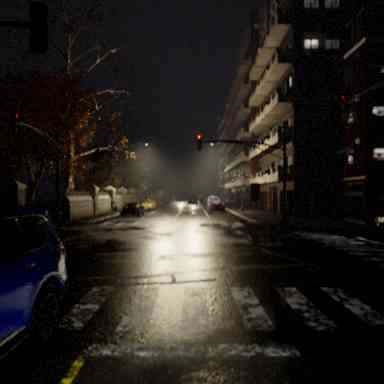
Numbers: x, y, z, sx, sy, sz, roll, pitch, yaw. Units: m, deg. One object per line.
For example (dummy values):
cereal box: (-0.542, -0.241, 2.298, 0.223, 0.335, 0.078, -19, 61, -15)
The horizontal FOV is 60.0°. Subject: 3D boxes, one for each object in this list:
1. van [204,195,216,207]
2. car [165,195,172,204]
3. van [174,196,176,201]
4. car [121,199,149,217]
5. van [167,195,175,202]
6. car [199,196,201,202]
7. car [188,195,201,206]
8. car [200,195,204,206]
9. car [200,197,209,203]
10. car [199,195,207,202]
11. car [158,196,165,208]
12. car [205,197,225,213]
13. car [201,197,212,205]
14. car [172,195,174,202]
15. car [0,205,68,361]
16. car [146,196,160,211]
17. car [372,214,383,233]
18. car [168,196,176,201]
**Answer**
van: (2.764, 1.452, 43.252, 1.690, 1.788, 3.998, 0, 0, 0)
car: (-5.579, 1.628, 65.787, 1.967, 1.590, 4.097, 0, 0, 0)
van: (-5.552, 1.596, 82.677, 1.690, 1.788, 3.998, 0, 0, 0)
car: (-5.635, 1.643, 32.005, 1.947, 1.339, 4.313, 0, 0, 0)
van: (-5.542, 1.620, 88.306, 1.690, 1.788, 3.998, 0, 0, 0)
car: (2.791, 1.719, 60.142, 2.008, 1.369, 4.403, 0, 0, 0)
car: (0.100, 1.717, 60.711, 2.033, 1.411, 5.357, 0, 0, 0)
car: (2.783, 1.588, 54.512, 1.967, 1.590, 4.097, 0, 0, 0)
car: (2.819, 1.782, 77.033, 2.008, 1.369, 4.403, 0, 0, 0)
car: (2.838, 1.719, 88.292, 1.967, 1.590, 4.097, 0, 0, 0)
car: (-5.607, 1.444, 48.897, 2.192, 1.841, 5.009, 0, 0, 0)
car: (2.754, 1.639, 37.621, 1.887, 1.381, 4.507, 0, 0, 0)
car: (2.801, 1.733, 65.772, 1.887, 1.381, 4.507, 0, 0, 0)
car: (-5.570, 1.650, 71.416, 1.967, 1.590, 4.097, 0, 0, 0)
car: (-3.180, 1.225, 3.366, 2.150, 2.045, 5.566, 0, 0, 1)
car: (-5.616, 1.635, 43.096, 1.752, 1.417, 4.829, 0, 0, 0)
car: (13.498, 1.643, 19.651, 5.009, 1.841, 2.192, 1, -1, 0)
car: (-5.533, 1.856, 93.936, 2.008, 1.369, 4.403, 0, 0, 0)
